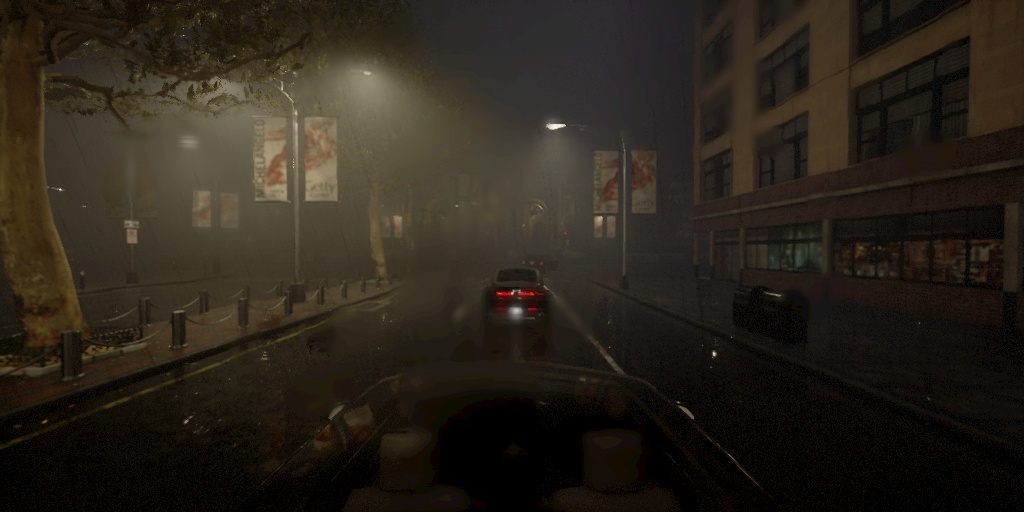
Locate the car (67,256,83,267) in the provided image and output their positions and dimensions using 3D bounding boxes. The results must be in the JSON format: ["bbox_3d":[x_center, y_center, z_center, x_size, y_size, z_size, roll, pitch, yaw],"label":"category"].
[{"bbox_3d":[-50.399,0.547,39.496,4.892,1.490,1.837,0,1,1],"label":"car"}]

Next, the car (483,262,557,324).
[{"bbox_3d":[0.166,1.082,11.148,1.837,1.490,4.892,0,1,1],"label":"car"}]

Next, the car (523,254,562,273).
[{"bbox_3d":[2.600,0.578,30.606,2.097,1.767,4.553,1,1,28],"label":"car"}]

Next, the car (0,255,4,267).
[{"bbox_3d":[-49.404,0.599,35.946,4.902,1.511,2.128,0,1,0],"label":"car"}]
